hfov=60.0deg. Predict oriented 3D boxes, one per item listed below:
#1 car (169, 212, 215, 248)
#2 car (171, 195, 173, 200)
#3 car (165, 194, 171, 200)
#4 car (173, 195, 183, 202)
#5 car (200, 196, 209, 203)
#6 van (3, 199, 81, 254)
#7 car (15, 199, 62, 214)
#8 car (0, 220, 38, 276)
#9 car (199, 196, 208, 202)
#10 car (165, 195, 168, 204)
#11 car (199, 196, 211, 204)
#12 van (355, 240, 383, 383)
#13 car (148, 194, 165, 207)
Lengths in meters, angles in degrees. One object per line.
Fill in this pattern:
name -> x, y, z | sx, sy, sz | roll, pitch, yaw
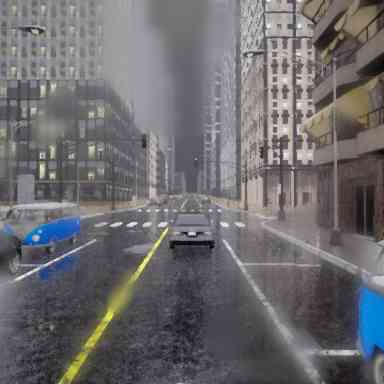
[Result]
car -> 0.000, 1.568, 14.652 | 2.033, 1.411, 5.357 | 0, 0, 0
car -> -5.676, 1.575, 90.378 | 1.887, 1.381, 4.507 | 1, 0, 0
car -> -5.672, 1.335, 62.503 | 2.192, 1.841, 5.009 | 1, 0, 0
car -> -3.001, 1.544, 78.900 | 1.812, 1.442, 4.674 | 0, 0, 0
car -> 2.705, 1.550, 73.890 | 1.752, 1.417, 4.829 | 1, 0, 0
van -> -5.809, 1.344, 13.286 | 1.690, 1.788, 3.998 | 1, 0, 0
car -> -16.491, 1.508, 35.932 | 4.097, 1.590, 1.967 | 0, -1, 0
car -> -5.644, 1.567, 7.745 | 1.947, 1.339, 4.313 | 1, 0, 0
car -> 2.703, 1.592, 79.297 | 1.947, 1.339, 4.313 | 1, 0, 0
car -> -5.677, 1.600, 56.927 | 1.802, 1.307, 4.206 | 1, 0, 0
car -> 2.703, 1.602, 62.564 | 1.802, 1.307, 4.206 | 1, 0, 0
van -> 2.708, 1.340, 2.258 | 1.690, 1.788, 3.998 | 1, 0, 0
car -> -5.674, 1.456, 51.352 | 1.967, 1.590, 4.097 | 1, 0, 0
